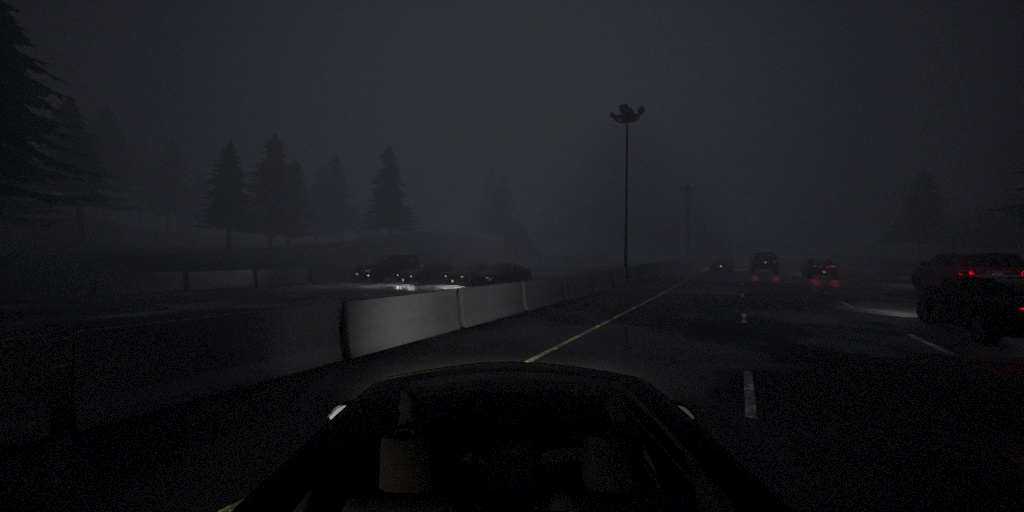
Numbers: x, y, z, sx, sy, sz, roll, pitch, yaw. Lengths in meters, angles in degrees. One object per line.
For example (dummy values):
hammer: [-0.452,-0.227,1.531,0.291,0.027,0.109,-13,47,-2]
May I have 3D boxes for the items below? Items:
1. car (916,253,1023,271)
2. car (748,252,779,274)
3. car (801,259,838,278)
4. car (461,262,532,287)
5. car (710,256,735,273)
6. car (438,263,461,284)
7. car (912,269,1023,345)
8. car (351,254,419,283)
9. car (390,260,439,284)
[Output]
car: [21.374,0.864,16.942,2.150,2.045,5.566,0,1,32]
car: [24.339,0.627,34.681,2.150,2.045,5.566,0,1,32]
car: [25.172,0.968,29.463,2.128,1.511,4.902,0,1,32]
car: [-0.603,1.171,21.866,1.882,1.535,5.008,0,0,32]
car: [21.756,0.955,37.149,1.994,1.385,4.181,0,1,33]
car: [-2.442,1.222,25.502,2.033,1.411,5.357,0,0,32]
car: [12.077,1.234,8.820,1.837,1.490,4.892,0,0,32]
car: [-9.426,0.907,27.562,2.150,2.045,5.566,0,0,32]
car: [-5.953,1.228,26.503,2.033,1.411,5.357,0,0,32]
